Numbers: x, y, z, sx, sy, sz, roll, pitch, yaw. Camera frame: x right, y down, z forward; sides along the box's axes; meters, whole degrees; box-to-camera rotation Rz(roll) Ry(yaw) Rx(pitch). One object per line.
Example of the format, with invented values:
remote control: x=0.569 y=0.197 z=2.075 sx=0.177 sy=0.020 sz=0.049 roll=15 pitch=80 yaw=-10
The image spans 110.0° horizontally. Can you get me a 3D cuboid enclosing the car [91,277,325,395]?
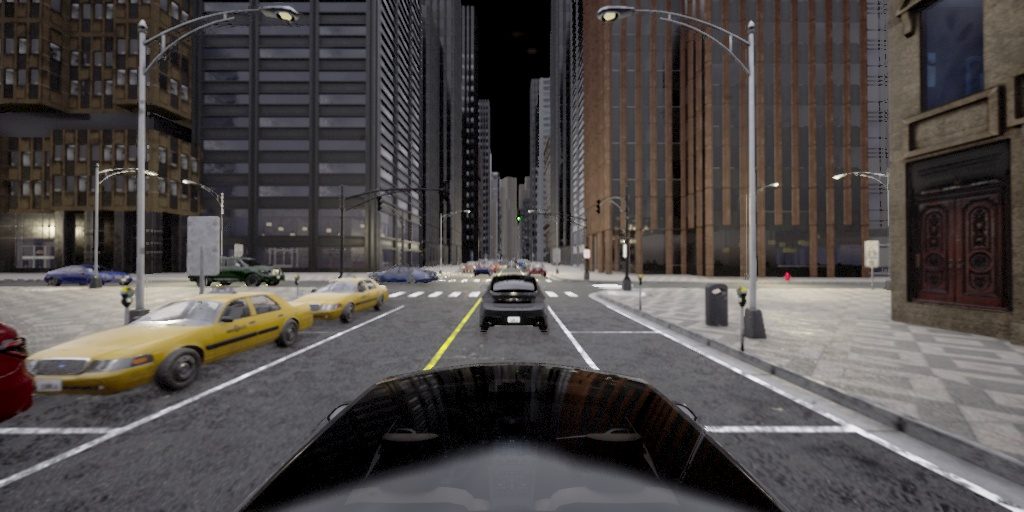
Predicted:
car: x=-5.772 y=1.313 z=6.877 sx=1.751 sy=1.417 sz=4.829 roll=0 pitch=0 yaw=0

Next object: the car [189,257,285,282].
car: x=-18.570 y=1.073 z=24.324 sx=5.566 sy=2.045 sz=2.150 roll=0 pitch=-1 yaw=1

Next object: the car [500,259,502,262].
car: x=-3.190 y=1.517 z=59.625 sx=2.097 sy=1.767 sz=4.553 roll=0 pitch=0 yaw=0

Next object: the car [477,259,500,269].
car: x=-3.185 y=1.444 z=49.675 sx=2.097 sy=1.767 sz=4.553 roll=0 pitch=0 yaw=0

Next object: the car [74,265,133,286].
car: x=-28.563 y=1.346 z=24.214 sx=4.674 sy=1.442 sz=1.812 roll=0 pitch=-1 yaw=0

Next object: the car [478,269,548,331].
car: x=0.056 y=1.323 z=11.251 sx=1.837 sy=1.490 sz=4.892 roll=0 pitch=0 yaw=0

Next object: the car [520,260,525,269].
car: x=2.651 y=1.690 z=56.285 sx=2.007 sy=1.370 sz=4.403 roll=0 pitch=0 yaw=0

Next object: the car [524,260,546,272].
car: x=2.685 y=1.457 z=39.459 sx=1.967 sy=1.591 sz=4.097 roll=0 pitch=0 yaw=0

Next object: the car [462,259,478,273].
car: x=-5.863 y=1.538 z=50.640 sx=1.967 sy=1.591 sz=4.097 roll=0 pitch=0 yaw=0

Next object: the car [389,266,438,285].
car: x=-8.383 y=1.460 z=27.433 sx=5.357 sy=1.411 sz=2.033 roll=0 pitch=-1 yaw=15

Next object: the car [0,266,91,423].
car: x=-5.761 y=1.063 z=1.445 sx=2.192 sy=1.841 sz=5.009 roll=0 pitch=0 yaw=0

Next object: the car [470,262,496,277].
car: x=-3.168 y=1.622 z=39.980 sx=1.895 sy=1.301 sz=4.718 roll=0 pitch=0 yaw=0

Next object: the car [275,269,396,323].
car: x=-5.784 y=1.352 z=12.478 sx=1.751 sy=1.417 sz=4.829 roll=0 pitch=0 yaw=0
